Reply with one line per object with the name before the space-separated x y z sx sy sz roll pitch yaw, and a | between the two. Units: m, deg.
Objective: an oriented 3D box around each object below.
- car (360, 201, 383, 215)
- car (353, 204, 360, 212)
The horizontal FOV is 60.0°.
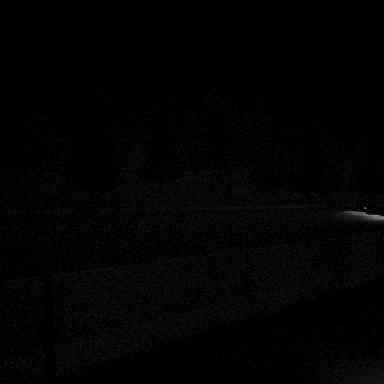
car | 21.503 1.815 37.820 4.674 1.442 1.812 1 0 -34
car | 23.201 1.856 43.191 5.357 1.411 2.033 1 0 -33
